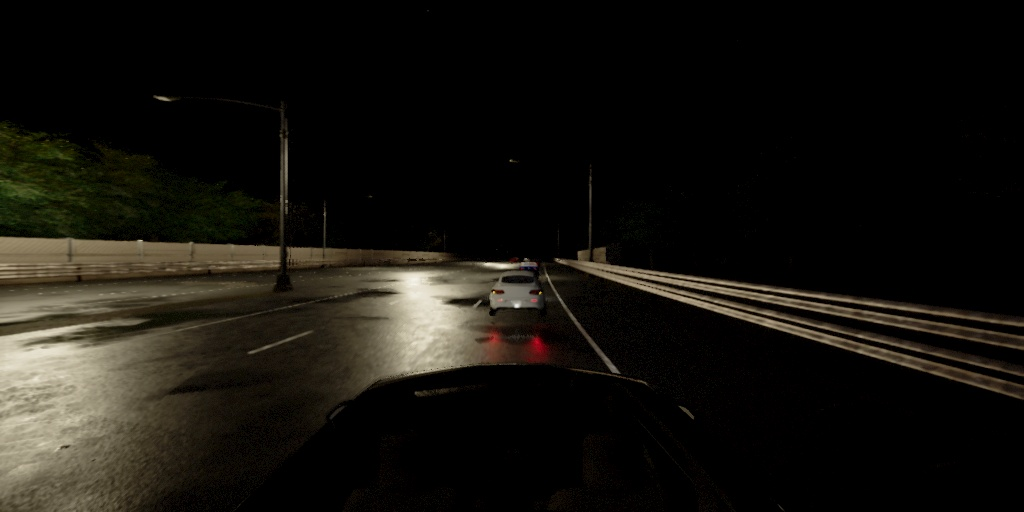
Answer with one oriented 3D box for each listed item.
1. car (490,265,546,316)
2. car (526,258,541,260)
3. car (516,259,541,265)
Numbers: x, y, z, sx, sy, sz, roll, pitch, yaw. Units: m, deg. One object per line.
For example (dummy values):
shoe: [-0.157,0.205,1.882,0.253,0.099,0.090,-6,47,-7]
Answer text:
car: [0.267,1.244,13.124,1.812,1.442,4.674,0,0,3]
car: [3.706,1.226,60.555,1.994,1.385,4.181,0,0,5]
car: [1.714,1.260,35.987,1.895,1.301,4.718,0,0,4]
